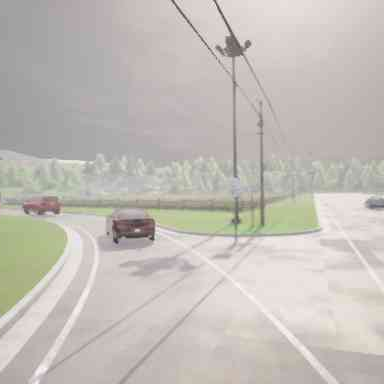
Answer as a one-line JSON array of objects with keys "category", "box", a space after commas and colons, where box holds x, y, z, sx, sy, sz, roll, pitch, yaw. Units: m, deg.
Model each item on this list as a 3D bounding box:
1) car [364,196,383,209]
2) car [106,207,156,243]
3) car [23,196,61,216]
[{"category": "car", "box": [20.848, 1.175, 37.684, 1.994, 1.385, 4.181, -1, 0, 20]}, {"category": "car", "box": [-3.161, 1.504, 16.582, 1.882, 1.535, 5.008, -1, 0, -19]}, {"category": "car", "box": [-16.254, 1.425, 35.906, 5.566, 2.045, 2.150, -1, 0, 43]}]
